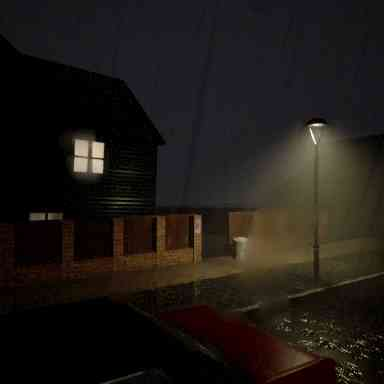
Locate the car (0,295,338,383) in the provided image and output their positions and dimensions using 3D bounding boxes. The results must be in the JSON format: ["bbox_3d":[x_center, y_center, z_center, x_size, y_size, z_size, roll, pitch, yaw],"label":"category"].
[{"bbox_3d":[-1.187,1.601,2.170,4.718,1.301,1.895,0,0,-35],"label":"car"}]
